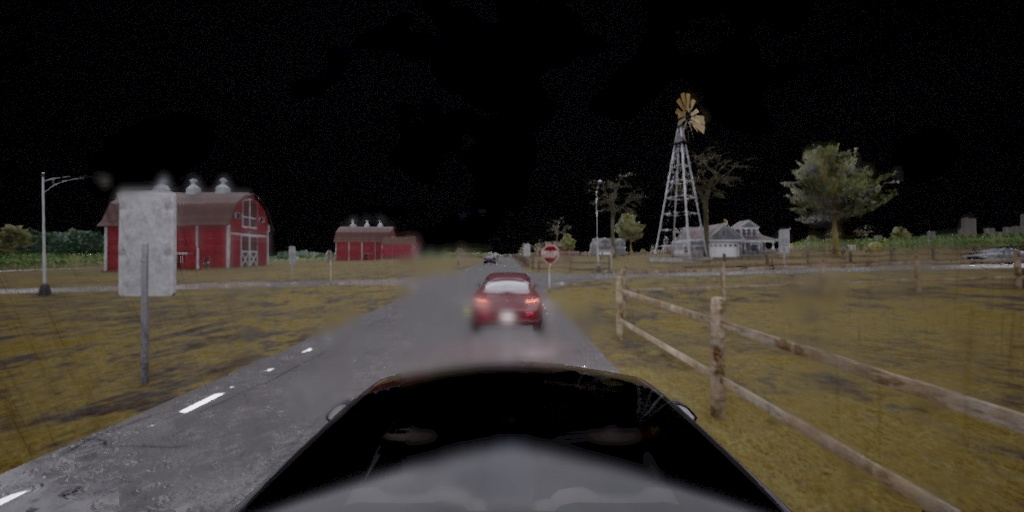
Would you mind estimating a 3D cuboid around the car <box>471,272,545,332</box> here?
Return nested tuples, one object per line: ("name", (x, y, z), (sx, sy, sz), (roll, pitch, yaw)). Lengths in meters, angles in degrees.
("car", (-0.113, 1.190, 10.408), (1.812, 1.442, 4.674), (0, 1, 0))

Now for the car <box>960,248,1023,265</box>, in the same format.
("car", (39.635, 0.037, 29.370), (4.181, 1.385, 1.994), (-1, 0, -1))

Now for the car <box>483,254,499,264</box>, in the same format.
("car", (-3.590, 0.598, 58.220), (2.033, 1.411, 5.357), (0, 1, 0))
